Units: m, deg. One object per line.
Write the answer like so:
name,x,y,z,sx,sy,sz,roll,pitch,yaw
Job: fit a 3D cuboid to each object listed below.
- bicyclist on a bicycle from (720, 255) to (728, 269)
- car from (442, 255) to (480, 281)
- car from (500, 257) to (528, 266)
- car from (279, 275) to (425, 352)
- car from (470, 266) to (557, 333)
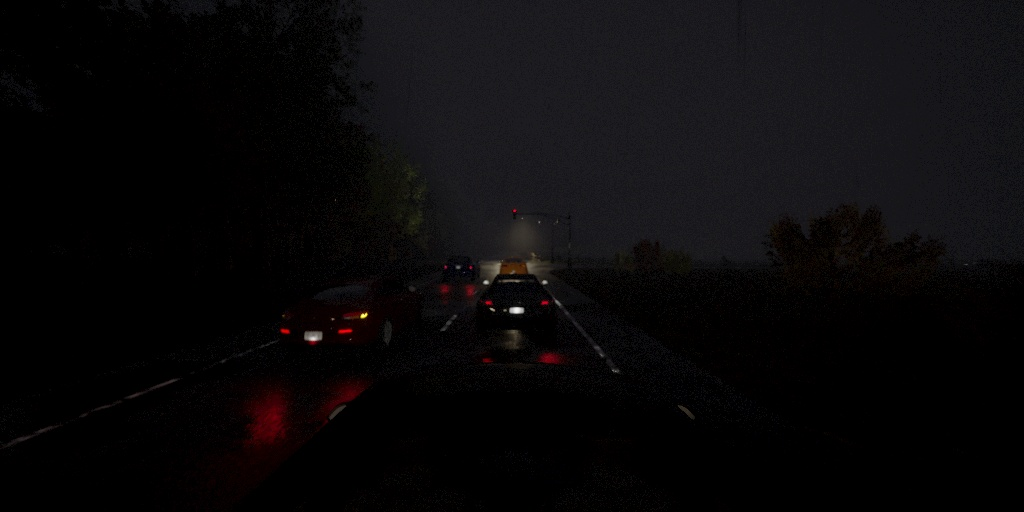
bicyclist on a bicycle,24.332,0.716,41.160,0.582,1.620,1.656,1,1,0
car,-3.382,0.704,24.667,2.097,1.767,4.553,0,1,0
car,0.121,0.806,26.040,1.882,1.535,5.008,0,1,0
car,-3.395,1.160,8.432,1.812,1.442,4.674,0,1,0
car,0.106,1.168,10.134,1.994,1.385,4.181,0,1,0
